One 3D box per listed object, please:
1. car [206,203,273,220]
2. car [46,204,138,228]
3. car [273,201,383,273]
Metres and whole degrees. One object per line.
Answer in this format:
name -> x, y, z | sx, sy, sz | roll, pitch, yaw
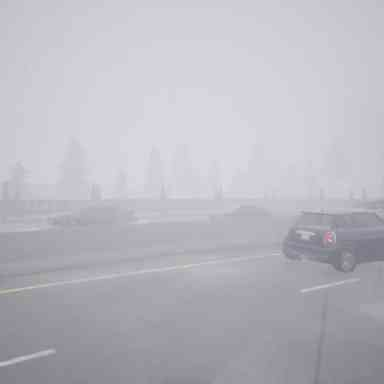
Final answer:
car -> 3.175, 1.483, 21.729 | 4.674, 1.442, 1.812 | 0, 0, -26
car -> -6.093, 1.471, 20.673 | 5.357, 1.411, 2.033 | 0, 0, -31
car -> 5.154, 1.333, 10.706 | 4.553, 1.767, 2.097 | 0, 0, -29
